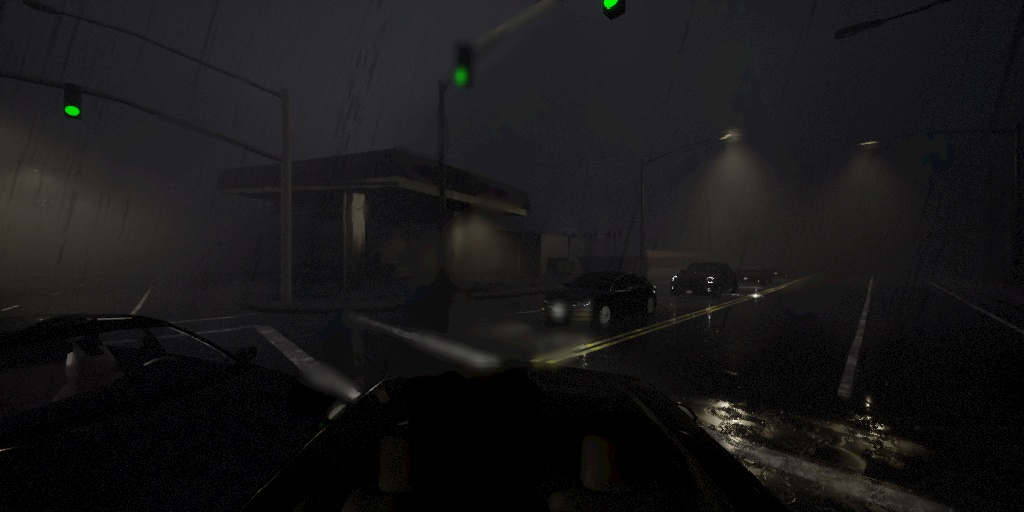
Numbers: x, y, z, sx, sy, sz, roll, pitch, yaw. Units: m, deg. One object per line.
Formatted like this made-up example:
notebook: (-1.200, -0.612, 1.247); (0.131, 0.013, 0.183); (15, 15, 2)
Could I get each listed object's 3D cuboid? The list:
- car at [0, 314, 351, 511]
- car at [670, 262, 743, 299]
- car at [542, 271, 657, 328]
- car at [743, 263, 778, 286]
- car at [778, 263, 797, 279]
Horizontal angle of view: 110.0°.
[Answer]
car: (-3.396, 1.242, 2.622); (4.902, 1.511, 2.128); (0, 0, 15)
car: (9.897, 1.102, 18.358); (4.553, 1.767, 2.097); (0, 0, -44)
car: (2.993, 1.255, 11.579); (4.892, 1.490, 1.837); (0, 0, -45)
car: (16.890, 1.314, 25.201); (1.994, 1.385, 4.181); (0, 0, 45)
car: (24.092, 1.314, 32.185); (4.181, 1.385, 1.994); (0, 0, -44)
